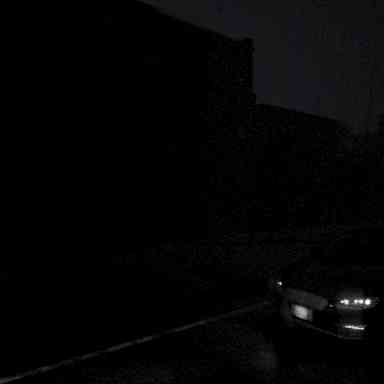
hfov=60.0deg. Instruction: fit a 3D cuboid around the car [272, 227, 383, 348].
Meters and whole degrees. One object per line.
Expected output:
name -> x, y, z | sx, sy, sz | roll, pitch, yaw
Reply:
car -> 3.577, 1.464, 6.234 | 4.902, 1.511, 2.128 | 0, 0, -35
